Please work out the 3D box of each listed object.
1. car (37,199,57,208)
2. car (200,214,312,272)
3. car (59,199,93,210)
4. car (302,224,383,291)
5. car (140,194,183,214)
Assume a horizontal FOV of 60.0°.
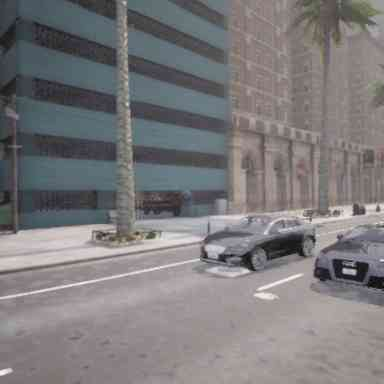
[{"bbox_3d":[-23.958,1.938,56.960,4.786,1.482,2.161,0,0,-44],"label":"car"},{"bbox_3d":[2.368,1.529,11.109,4.902,1.511,2.128,0,0,-43],"label":"car"},{"bbox_3d":[-16.240,1.869,48.290,4.718,1.301,1.895,0,0,-44],"label":"car"},{"bbox_3d":[4.917,1.564,8.706,4.181,1.385,1.994,0,0,-43],"label":"car"},{"bbox_3d":[-2.855,1.240,35.502,5.566,2.045,2.435,0,0,-44],"label":"car"}]
